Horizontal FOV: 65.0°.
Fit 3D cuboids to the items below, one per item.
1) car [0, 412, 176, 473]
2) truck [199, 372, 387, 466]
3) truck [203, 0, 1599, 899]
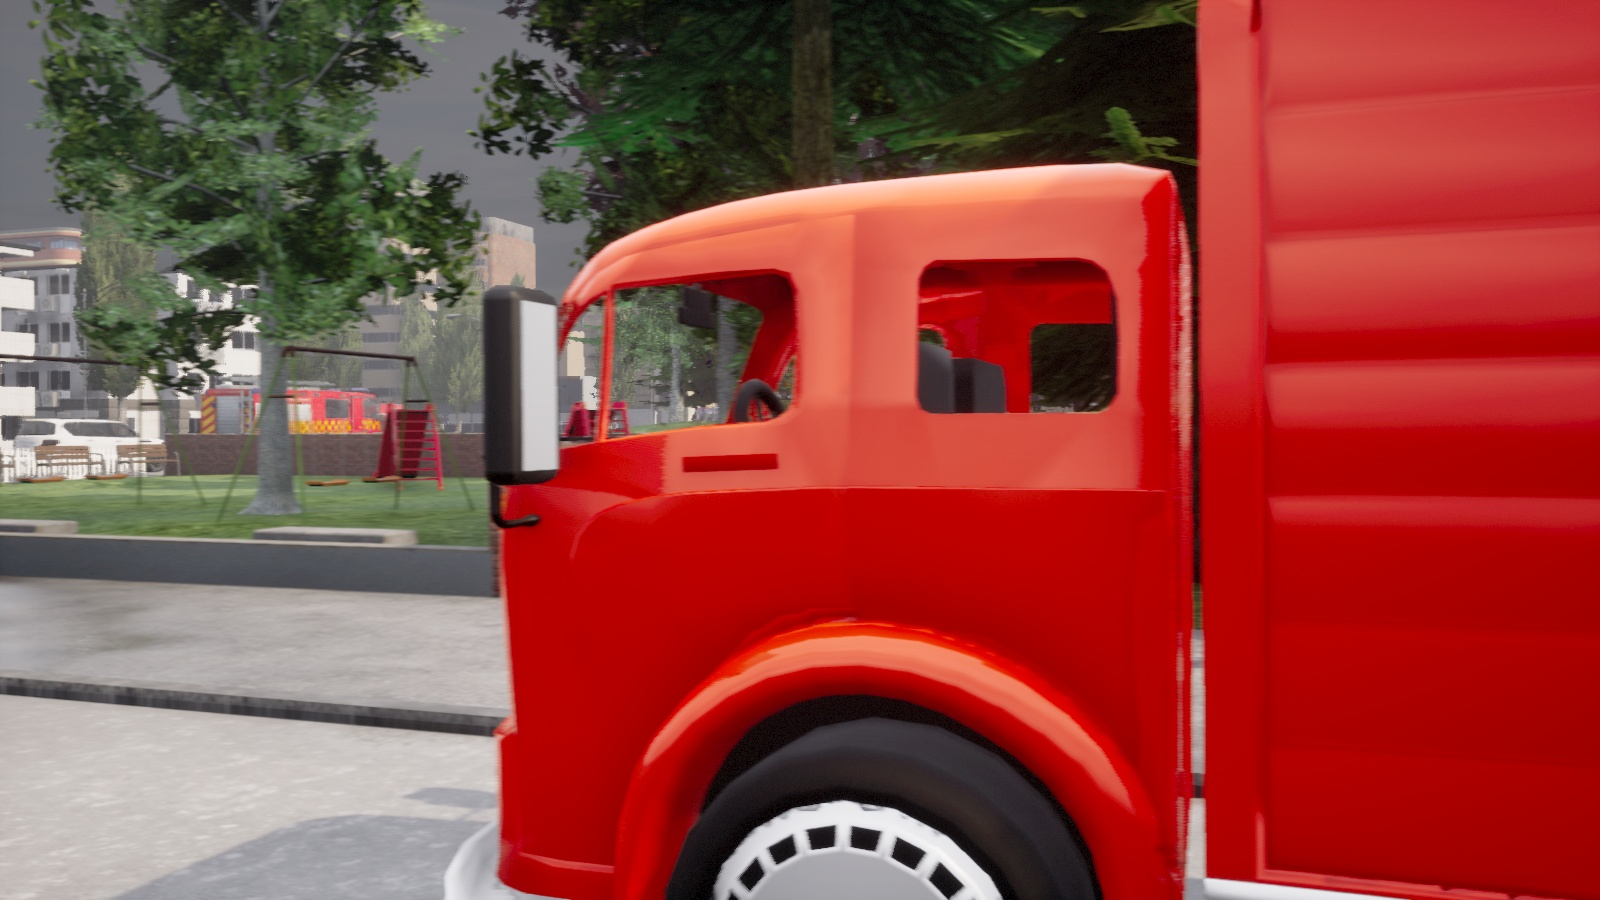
[{"bbox_3d":[-25.619,-0.299,45.411,2.150,2.045,5.566,1,1,19],"label":"car"},{"bbox_3d":[-22.171,-1.332,55.557,2.891,3.827,8.468,1,1,19],"label":"truck"},{"bbox_3d":[1.581,0.290,3.181,5.204,2.467,2.627,0,1,18],"label":"truck"}]
